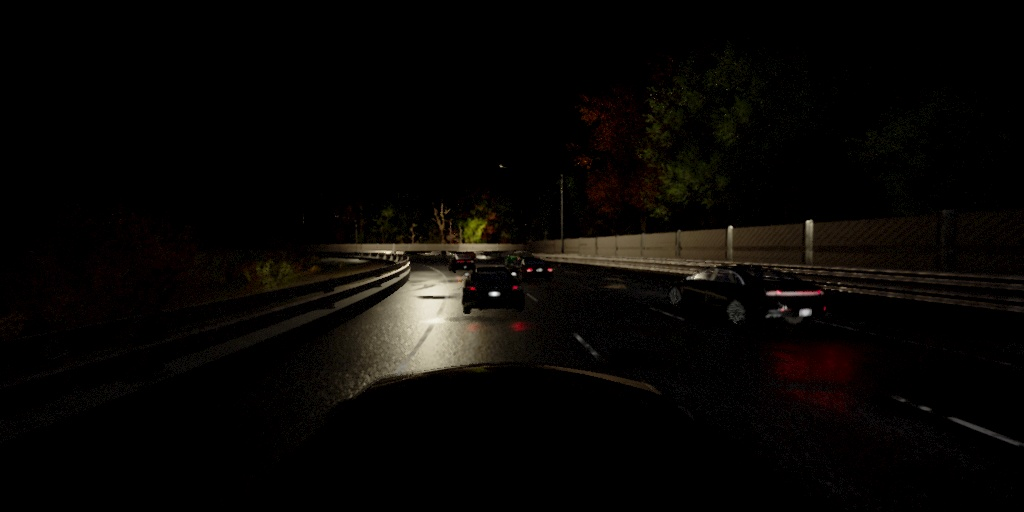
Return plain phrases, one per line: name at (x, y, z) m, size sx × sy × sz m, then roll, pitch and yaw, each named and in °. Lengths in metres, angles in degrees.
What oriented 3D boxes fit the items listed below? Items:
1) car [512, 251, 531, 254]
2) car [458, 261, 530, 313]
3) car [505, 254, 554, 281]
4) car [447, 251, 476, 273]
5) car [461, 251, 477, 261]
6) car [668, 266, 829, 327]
car at (0.784, 0.313, 37.098) m, size 2.097 × 1.767 × 4.553 m, roll -1°, pitch 1°, yaw -18°
car at (-0.752, 1.069, 12.809) m, size 1.994 × 1.385 × 4.181 m, roll 0°, pitch 1°, yaw -6°
car at (1.115, 0.813, 23.360) m, size 2.033 × 1.411 × 5.357 m, roll 0°, pitch 1°, yaw -12°
car at (-4.356, 0.612, 30.412) m, size 2.128 × 1.511 × 4.902 m, roll 0°, pitch 1°, yaw -17°
car at (-7.353, -0.077, 61.044) m, size 1.882 × 1.535 × 5.008 m, roll -1°, pitch 1°, yaw -16°
car at (6.517, 1.029, 10.641) m, size 2.128 × 1.511 × 4.902 m, roll 0°, pitch 1°, yaw -5°
